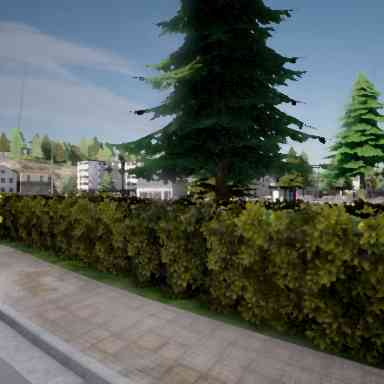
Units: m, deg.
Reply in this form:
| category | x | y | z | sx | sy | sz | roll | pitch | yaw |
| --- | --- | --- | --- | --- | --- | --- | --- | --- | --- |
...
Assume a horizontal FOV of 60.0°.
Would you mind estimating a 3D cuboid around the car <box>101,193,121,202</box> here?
| category | x | y | z | sx | sy | sz | roll | pitch | yaw |
| --- | --- | --- | --- | --- | --- | --- | --- | --- | --- |
| car | -17.566 | 1.077 | 72.159 | 3.866 | 1.878 | 1.905 | 0 | 0 | -45 |

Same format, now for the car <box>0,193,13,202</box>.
| category | x | y | z | sx | sy | sz | roll | pitch | yaw |
| --- | --- | --- | --- | --- | --- | --- | --- | --- | --- |
| car | -41.134 | 1.097 | 71.377 | 4.605 | 1.855 | 1.932 | 0 | 0 | -45 |

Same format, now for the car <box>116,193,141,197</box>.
| category | x | y | z | sx | sy | sz | roll | pitch | yaw |
| --- | --- | --- | --- | --- | --- | --- | --- | --- | --- |
| car | -9.719 | 1.384 | 53.936 | 3.806 | 1.475 | 1.970 | 0 | 0 | -45 |

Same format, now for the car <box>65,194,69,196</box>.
| category | x | y | z | sx | sy | sz | roll | pitch | yaw |
| --- | --- | --- | --- | --- | --- | --- | --- | --- | --- |
| car | -31.240 | 1.232 | 85.657 | 3.806 | 1.475 | 1.970 | 0 | 0 | -45 |

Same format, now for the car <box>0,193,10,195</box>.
| category | x | y | z | sx | sy | sz | roll | pitch | yaw |
| --- | --- | --- | --- | --- | --- | --- | --- | --- | --- |
| car | -23.156 | 1.330 | 40.980 | 5.027 | 1.636 | 2.152 | 0 | 0 | -45 |

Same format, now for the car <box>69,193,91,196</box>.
| category | x | y | z | sx | sy | sz | roll | pitch | yaw |
| --- | --- | --- | --- | --- | --- | --- | --- | --- | --- |
| car | -26.519 | 1.153 | 81.299 | 5.027 | 1.636 | 2.152 | 0 | 0 | -45 |

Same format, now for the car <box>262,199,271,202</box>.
| category | x | y | z | sx | sy | sz | roll | pitch | yaw |
| --- | --- | --- | --- | --- | --- | --- | --- | --- | --- |
| car | 9.144 | 1.478 | 43.650 | 5.008 | 1.535 | 1.882 | 0 | 0 | -45 |

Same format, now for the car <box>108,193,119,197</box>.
| category | x | y | z | sx | sy | sz | roll | pitch | yaw |
| --- | --- | --- | --- | --- | --- | --- | --- | --- | --- |
| car | -15.238 | 1.097 | 70.372 | 4.605 | 1.855 | 1.932 | 0 | 0 | -45 |
